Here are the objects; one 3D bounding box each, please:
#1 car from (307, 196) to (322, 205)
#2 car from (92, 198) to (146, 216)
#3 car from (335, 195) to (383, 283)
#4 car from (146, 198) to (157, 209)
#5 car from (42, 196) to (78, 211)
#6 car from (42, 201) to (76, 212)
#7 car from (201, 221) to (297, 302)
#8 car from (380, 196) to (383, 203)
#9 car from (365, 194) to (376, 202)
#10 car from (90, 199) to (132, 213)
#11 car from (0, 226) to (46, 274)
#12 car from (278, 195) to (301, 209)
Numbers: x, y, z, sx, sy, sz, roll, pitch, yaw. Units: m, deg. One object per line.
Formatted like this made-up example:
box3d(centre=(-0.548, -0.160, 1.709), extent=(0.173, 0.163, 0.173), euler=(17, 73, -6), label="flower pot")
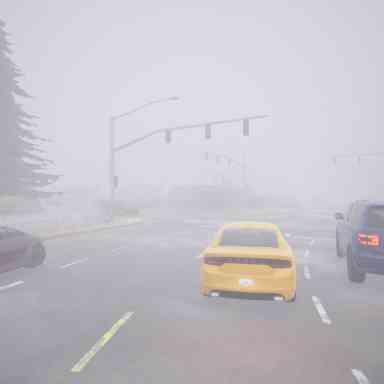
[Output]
box3d(centre=(21.596, 1.526, 58.599), extent=(1.812, 1.442, 4.674), euler=(0, 0, 32), label="car")
box3d(centre=(-7.255, 1.560, 32.715), extent=(4.892, 1.490, 1.837), euler=(0, 0, 34), label="car")
box3d(centre=(5.453, 1.221, 9.459), extent=(2.150, 2.045, 5.566), euler=(0, 0, 19), label="car")
box3d(centre=(-6.878, 1.581, 45.012), extent=(4.674, 1.442, 1.812), euler=(0, 0, 33), label="car")
box3d(centre=(-17.048, 1.407, 42.941), extent=(4.553, 1.767, 2.097), euler=(0, 0, 32), label="car")
box3d(centre=(-15.106, 1.581, 37.607), extent=(4.674, 1.442, 1.812), euler=(0, 0, 32), label="car")
box3d(centre=(1.490, 1.478, 8.426), extent=(1.882, 1.535, 5.008), euler=(0, 0, 12), label="car")
box3d(centre=(40.485, 1.540, 69.234), extent=(2.033, 1.411, 5.357), euler=(0, 0, 31), label="car")
box3d(centre=(42.809, 1.355, 79.739), extent=(2.097, 1.767, 4.553), euler=(0, 0, 31), label="car")
box3d(centre=(-9.322, 1.560, 38.132), extent=(4.892, 1.490, 1.837), euler=(0, 0, 32), label="car")
box3d(centre=(-5.794, 1.564, 8.628), extent=(1.994, 1.385, 4.181), euler=(0, 0, 13), label="car")
box3d(centre=(13.332, 1.547, 45.165), extent=(2.033, 1.411, 5.357), euler=(0, 0, 31), label="car")
